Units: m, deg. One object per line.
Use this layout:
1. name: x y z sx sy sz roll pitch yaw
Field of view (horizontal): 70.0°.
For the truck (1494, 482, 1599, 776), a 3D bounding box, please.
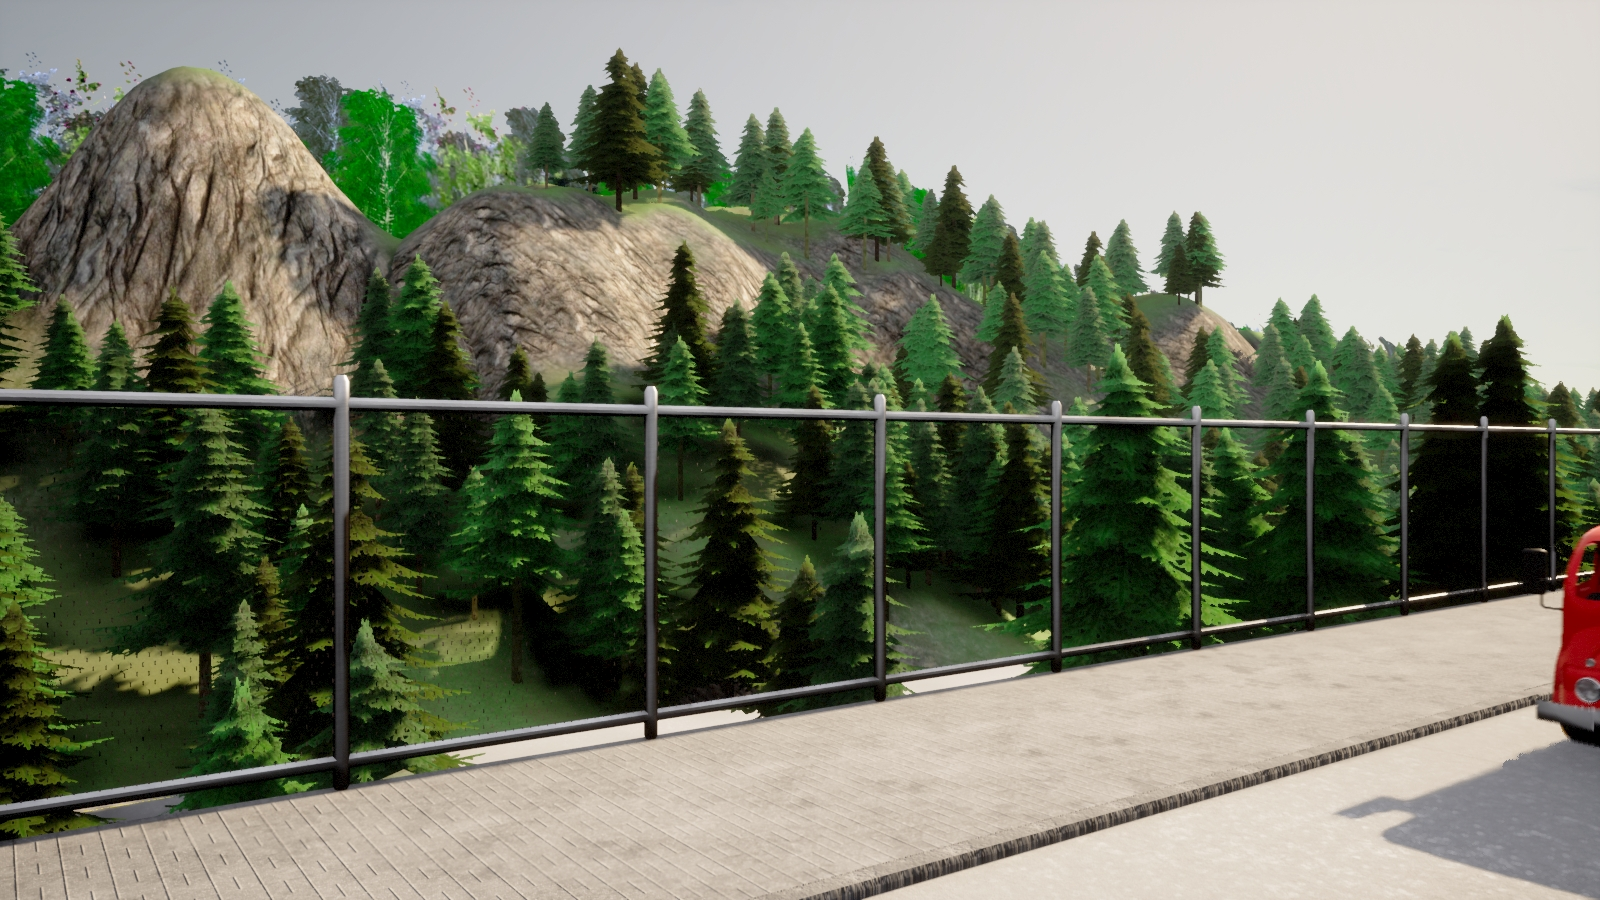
1. truck: 9.253 1.568 10.980 5.204 2.467 2.627 0 0 -36
